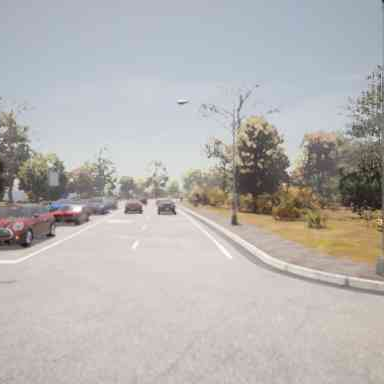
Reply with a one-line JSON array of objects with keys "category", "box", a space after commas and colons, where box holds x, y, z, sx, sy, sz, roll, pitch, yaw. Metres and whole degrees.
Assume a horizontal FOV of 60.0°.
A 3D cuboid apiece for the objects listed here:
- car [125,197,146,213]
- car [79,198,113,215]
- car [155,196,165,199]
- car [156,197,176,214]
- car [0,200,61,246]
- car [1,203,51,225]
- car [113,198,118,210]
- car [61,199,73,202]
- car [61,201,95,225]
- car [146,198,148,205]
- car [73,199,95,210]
[{"category": "car", "box": [-6.409, 1.539, 36.863, 1.812, 1.442, 4.674, 0, 0, -6]}, {"category": "car", "box": [-9.699, 1.366, 33.865, 2.097, 1.767, 4.553, 0, 0, -6]}, {"category": "car", "box": [-5.379, 1.470, 59.026, 2.097, 1.767, 4.553, 0, 0, -6]}, {"category": "car", "box": [-2.717, 1.526, 35.358, 1.812, 1.442, 4.674, 0, 0, -6]}, {"category": "car", "box": [-7.859, 1.358, 15.042, 2.097, 1.767, 4.553, 0, 0, -5]}, {"category": "car", "box": [-12.276, 1.574, 24.940, 1.994, 1.385, 4.181, 0, 0, -6]}, {"category": "car", "box": [-10.838, 1.540, 43.888, 2.128, 1.511, 4.902, 0, 0, -6]}, {"category": "car", "box": [-13.324, 1.502, 34.771, 1.882, 1.535, 5.008, 0, 0, -6]}, {"category": "car", "box": [-8.668, 1.604, 23.998, 1.895, 1.301, 4.718, 0, 0, -5]}, {"category": "car", "box": [-9.042, 1.615, 60.508, 1.882, 1.535, 5.008, 0, -1, -5]}, {"category": "car", "box": [-14.445, 1.625, 44.630, 1.994, 1.385, 4.181, 0, 0, -6]}]
